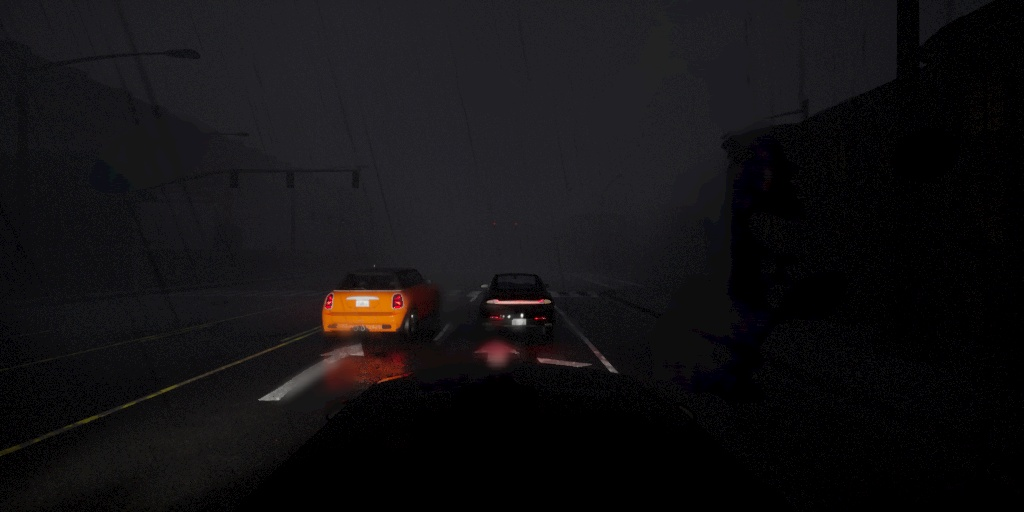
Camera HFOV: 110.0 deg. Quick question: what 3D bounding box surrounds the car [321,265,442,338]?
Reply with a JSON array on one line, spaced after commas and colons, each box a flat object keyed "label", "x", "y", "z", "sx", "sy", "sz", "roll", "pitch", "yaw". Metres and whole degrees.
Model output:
[{"label": "car", "x": -3.405, "y": 1.102, "z": 10.286, "sx": 2.097, "sy": 1.767, "sz": 4.553, "roll": 0, "pitch": 0, "yaw": 0}]

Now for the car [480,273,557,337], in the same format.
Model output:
[{"label": "car", "x": 0.104, "y": 1.241, "z": 10.332, "sx": 2.128, "sy": 1.511, "sz": 4.902, "roll": 0, "pitch": 0, "yaw": -1}]
